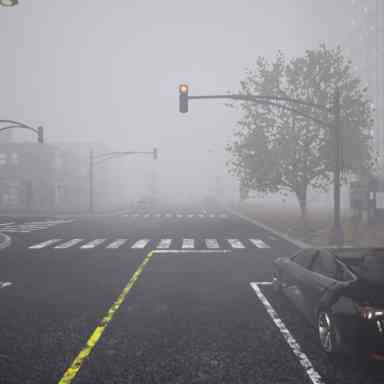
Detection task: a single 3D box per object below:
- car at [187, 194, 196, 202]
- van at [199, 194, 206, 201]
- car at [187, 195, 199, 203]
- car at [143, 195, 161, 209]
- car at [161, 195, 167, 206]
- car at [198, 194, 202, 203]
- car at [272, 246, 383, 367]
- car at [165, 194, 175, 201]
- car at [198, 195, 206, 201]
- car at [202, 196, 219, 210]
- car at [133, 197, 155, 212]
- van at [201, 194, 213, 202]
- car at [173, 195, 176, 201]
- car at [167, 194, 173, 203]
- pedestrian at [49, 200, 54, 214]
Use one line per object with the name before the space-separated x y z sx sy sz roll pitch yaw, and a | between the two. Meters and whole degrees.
car | -0.065 1.404 79.479 2.097 1.767 4.553 0 0 0
van | 2.626 1.392 82.678 1.690 1.788 3.998 0 0 0
car | 0.034 1.606 69.560 1.994 1.385 4.181 0 0 1
car | -5.722 1.341 43.812 2.192 1.841 5.009 0 0 0
car | -5.732 1.584 54.914 2.008 1.369 4.403 0 0 0
car | 2.643 1.587 60.474 2.008 1.369 4.403 0 0 0
car | 2.690 1.569 5.792 1.947 1.339 4.313 0 0 0
car | -5.760 1.370 88.220 2.192 1.841 5.009 0 0 0
car | 2.620 1.580 88.399 1.752 1.417 4.829 0 0 0
car | 2.657 1.551 43.991 1.752 1.417 4.829 0 0 0
car | -5.718 1.604 38.260 1.802 1.307 4.206 0 0 0
van | 2.654 1.370 49.372 1.690 1.788 3.998 0 0 0
car | -5.756 1.602 82.669 2.008 1.369 4.403 0 0 0
car | -5.746 1.569 71.397 1.752 1.417 4.829 0 0 0
pedestrian | -12.774 1.335 30.258 0.375 1.300 0.375 0 -1 -1
